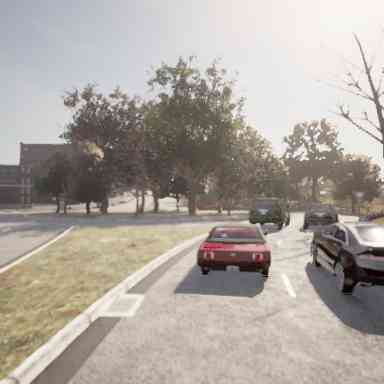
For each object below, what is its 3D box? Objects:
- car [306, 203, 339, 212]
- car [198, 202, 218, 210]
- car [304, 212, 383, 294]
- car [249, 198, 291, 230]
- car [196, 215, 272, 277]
[{"bbox_3d":[9.041,1.569,23.129,2.097,1.767,4.553,-1,-1,24],"label":"car"},{"bbox_3d":[3.419,2.759,64.343,4.553,1.767,2.097,-1,-2,33],"label":"car"},{"bbox_3d":[4.403,1.511,8.662,2.128,1.511,4.902,0,0,9],"label":"car"},{"bbox_3d":[5.532,1.449,23.364,2.150,2.045,5.566,-1,-1,23],"label":"car"},{"bbox_3d":[1.426,1.638,10.451,1.895,1.301,4.718,0,-1,10],"label":"car"}]
